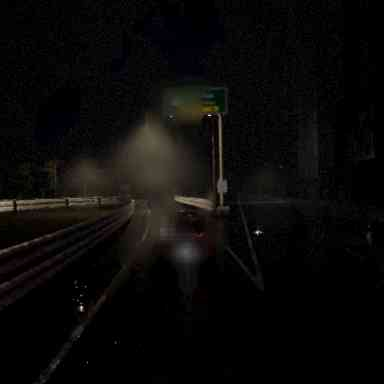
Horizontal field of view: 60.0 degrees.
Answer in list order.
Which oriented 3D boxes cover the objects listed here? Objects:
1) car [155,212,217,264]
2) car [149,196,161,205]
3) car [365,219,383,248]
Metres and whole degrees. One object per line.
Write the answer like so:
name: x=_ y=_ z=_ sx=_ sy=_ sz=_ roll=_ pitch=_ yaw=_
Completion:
car: x=-0.276 y=1.443 z=11.708 sx=2.128 sy=1.511 sz=4.902 roll=-1 pitch=1 yaw=-3
car: x=-6.404 y=1.466 z=56.942 sx=1.837 sy=1.490 sz=4.892 roll=-1 pitch=0 yaw=-8
car: x=7.461 y=1.383 z=11.072 sx=1.837 sy=1.490 sz=4.892 roll=-1 pitch=0 yaw=8
